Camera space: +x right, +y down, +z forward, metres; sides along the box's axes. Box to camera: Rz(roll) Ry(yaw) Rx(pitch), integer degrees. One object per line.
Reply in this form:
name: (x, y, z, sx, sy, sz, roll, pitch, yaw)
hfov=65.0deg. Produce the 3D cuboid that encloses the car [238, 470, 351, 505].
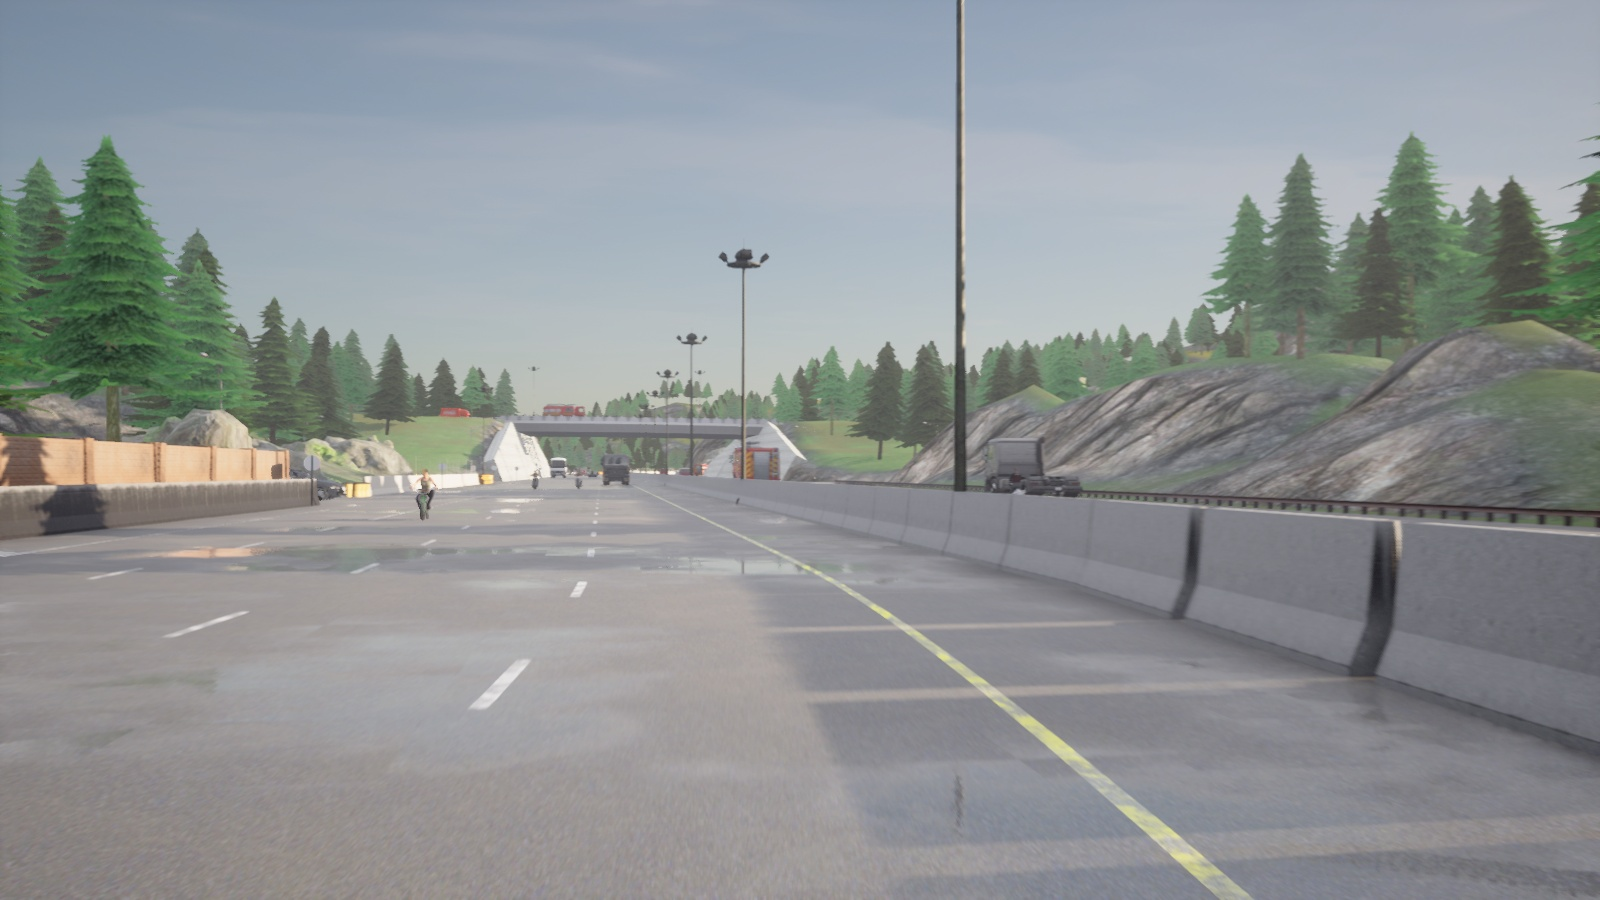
car: (-25.860, 1.924, 64.398, 4.902, 1.511, 2.128, 4, -2, -7)

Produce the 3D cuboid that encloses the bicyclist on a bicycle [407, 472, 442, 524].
bicyclist on a bicycle: (-11.709, 1.481, 39.192, 0.866, 1.612, 1.509, 0, -1, -9)

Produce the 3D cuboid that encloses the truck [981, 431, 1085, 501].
truck: (12.259, 0.871, 66.867, 2.891, 3.462, 7.936, 0, -1, -9)
